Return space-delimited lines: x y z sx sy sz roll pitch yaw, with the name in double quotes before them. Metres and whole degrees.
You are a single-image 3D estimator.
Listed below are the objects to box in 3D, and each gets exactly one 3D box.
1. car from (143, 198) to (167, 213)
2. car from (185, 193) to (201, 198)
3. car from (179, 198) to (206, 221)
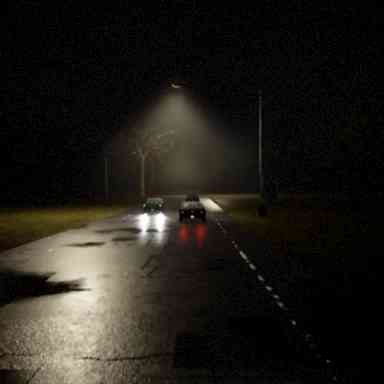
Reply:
"car" -3.559 1.270 32.124 1.895 1.301 4.718 0 1 1
"car" 0.069 0.957 44.018 1.837 1.490 4.892 0 2 0
"car" 0.037 1.374 24.816 1.895 1.301 4.718 0 1 0
